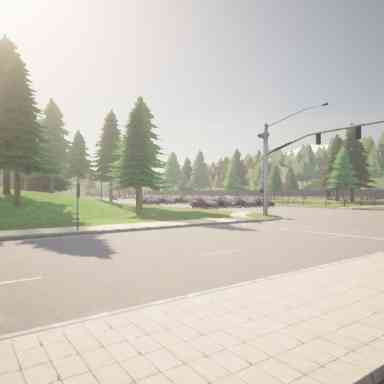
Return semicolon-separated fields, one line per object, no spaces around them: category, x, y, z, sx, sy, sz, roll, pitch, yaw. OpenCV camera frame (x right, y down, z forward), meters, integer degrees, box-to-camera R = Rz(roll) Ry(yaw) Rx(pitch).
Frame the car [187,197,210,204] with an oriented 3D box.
car;1.216;1.598;63.714;1.895;1.301;4.718;0;0;-35

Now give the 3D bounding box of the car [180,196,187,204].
car;-1.729;1.491;61.798;2.128;1.511;4.902;0;0;-35

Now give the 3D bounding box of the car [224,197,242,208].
car;4.293;1.489;47.108;2.128;1.511;4.902;0;0;-35

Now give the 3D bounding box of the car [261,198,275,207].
car;10.558;1.561;50.372;1.994;1.385;4.181;0;0;-35

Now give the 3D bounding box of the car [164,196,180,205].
car;-4.823;1.490;60.102;2.128;1.511;4.902;0;0;-35

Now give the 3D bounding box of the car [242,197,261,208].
car;7.377;1.523;48.817;1.812;1.442;4.674;0;0;-35

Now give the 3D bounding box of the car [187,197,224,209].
car;1.702;1.524;44.705;1.812;1.442;4.674;0;0;-35

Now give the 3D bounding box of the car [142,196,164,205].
car;-7.259;1.561;57.469;1.994;1.385;4.181;0;0;-35
